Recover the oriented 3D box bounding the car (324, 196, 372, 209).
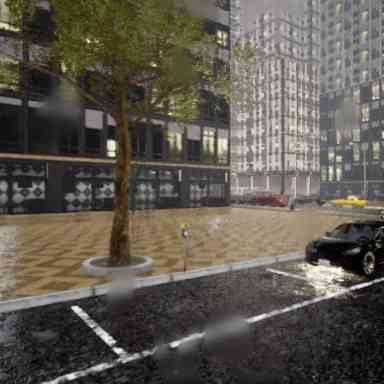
[{"bbox_3d":[19.010,1.196,40.208,1.752,1.417,4.829,1,0,-36],"label":"car"}]

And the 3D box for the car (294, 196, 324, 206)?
[{"bbox_3d":[15.724,1.134,44.553,1.947,1.339,4.313,1,0,-36],"label":"car"}]

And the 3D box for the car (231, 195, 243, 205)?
[{"bbox_3d":[5.648,1.039,44.137,1.947,1.339,4.313,1,0,-36],"label":"car"}]

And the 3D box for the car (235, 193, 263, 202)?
[{"bbox_3d":[9.091,0.923,53.626,1.947,1.339,4.313,1,0,-36],"label":"car"}]

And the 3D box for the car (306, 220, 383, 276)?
[{"bbox_3d":[5.423,1.584,10.435,4.313,1.339,1.947,0,0,-36],"label":"car"}]

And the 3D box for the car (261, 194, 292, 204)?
[{"bbox_3d":[12.408,1.045,49.090,1.802,1.307,4.206,1,0,-36],"label":"car"}]

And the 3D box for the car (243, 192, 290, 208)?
[{"bbox_3d":[8.970,0.894,39.600,2.192,1.841,5.009,1,0,-36],"label":"car"}]
